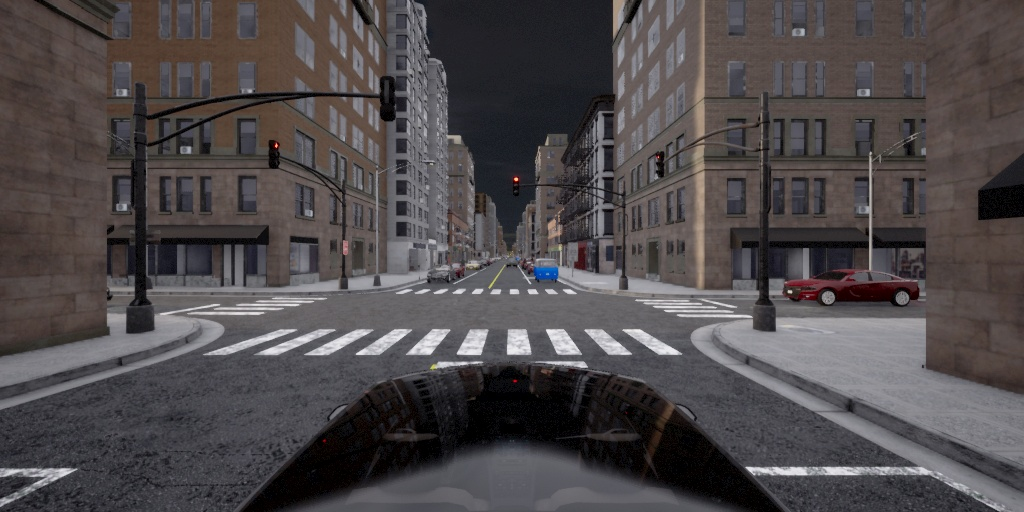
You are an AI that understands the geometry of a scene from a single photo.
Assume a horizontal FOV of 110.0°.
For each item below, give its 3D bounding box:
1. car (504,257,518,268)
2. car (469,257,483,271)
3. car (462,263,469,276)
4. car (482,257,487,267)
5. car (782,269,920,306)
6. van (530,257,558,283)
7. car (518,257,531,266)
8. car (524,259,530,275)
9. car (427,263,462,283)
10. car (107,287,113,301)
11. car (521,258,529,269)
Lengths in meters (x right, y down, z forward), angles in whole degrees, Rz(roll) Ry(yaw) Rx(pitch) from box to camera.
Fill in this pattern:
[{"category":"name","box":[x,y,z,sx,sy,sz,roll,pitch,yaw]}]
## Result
[{"category":"car","box":[-0.012,1.337,61.580,1.895,1.301,4.718,0,0,0]},{"category":"car","box":[-5.478,1.270,50.504,1.751,1.417,4.829,0,0,0]},{"category":"car","box":[-5.446,1.294,33.627,1.888,1.381,4.507,0,0,0]},{"category":"car","box":[-5.488,1.306,56.356,1.948,1.339,4.313,0,0,0]},{"category":"car","box":[14.790,1.326,15.833,5.008,1.535,1.882,0,0,1]},{"category":"van","box":[2.589,1.090,27.969,1.690,1.789,3.998,0,0,0]},{"category":"car","box":[2.537,1.055,56.376,2.192,1.841,5.009,0,0,0]},{"category":"car","box":[2.568,1.330,39.331,1.802,1.307,4.207,0,0,0]},{"category":"car","box":[-5.436,1.299,27.946,2.007,1.370,4.403,0,0,0]},{"category":"car","box":[-17.751,1.198,12.776,5.357,1.411,2.033,0,0,0]},{"category":"car","box":[2.547,1.326,50.695,1.802,1.307,4.207,0,0,0]}]
